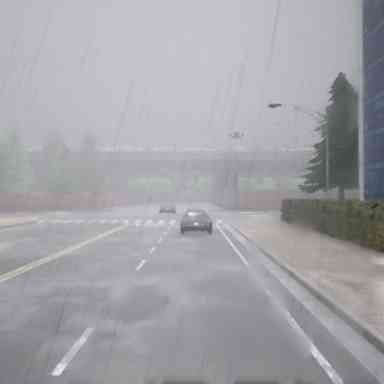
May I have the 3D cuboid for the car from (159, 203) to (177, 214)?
[{"bbox_3d":[-3.067,2.062,42.521,1.994,1.385,4.181,0,-1,0],"label":"car"}]

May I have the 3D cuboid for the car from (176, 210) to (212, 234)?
[{"bbox_3d":[0.258,1.835,21.240,1.994,1.385,4.181,0,-1,0],"label":"car"}]
